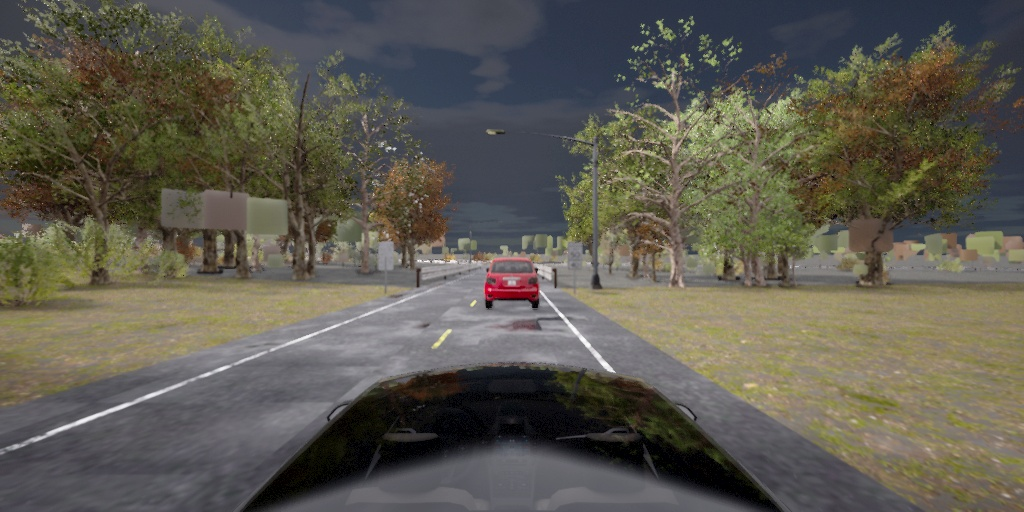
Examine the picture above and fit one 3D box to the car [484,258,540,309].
[{"bbox_3d":[0.005,1.105,15.861,2.150,2.045,5.566,0,0,0],"label":"car"}]
